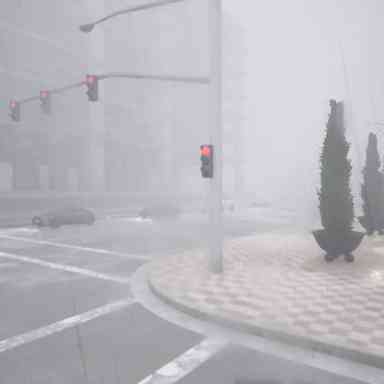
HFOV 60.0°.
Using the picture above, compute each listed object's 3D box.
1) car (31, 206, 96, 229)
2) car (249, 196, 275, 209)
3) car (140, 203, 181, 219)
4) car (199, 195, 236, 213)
[{"bbox_3d":[-8.771,1.691,22.970,1.994,1.385,4.181,0,0,36],"label":"car"},{"bbox_3d":[10.038,1.688,48.844,1.994,1.385,4.181,0,0,36],"label":"car"},{"bbox_3d":[-2.919,1.691,31.052,1.994,1.385,4.181,0,0,36],"label":"car"},{"bbox_3d":[3.123,1.348,39.384,2.150,2.045,5.566,0,0,36],"label":"car"}]
